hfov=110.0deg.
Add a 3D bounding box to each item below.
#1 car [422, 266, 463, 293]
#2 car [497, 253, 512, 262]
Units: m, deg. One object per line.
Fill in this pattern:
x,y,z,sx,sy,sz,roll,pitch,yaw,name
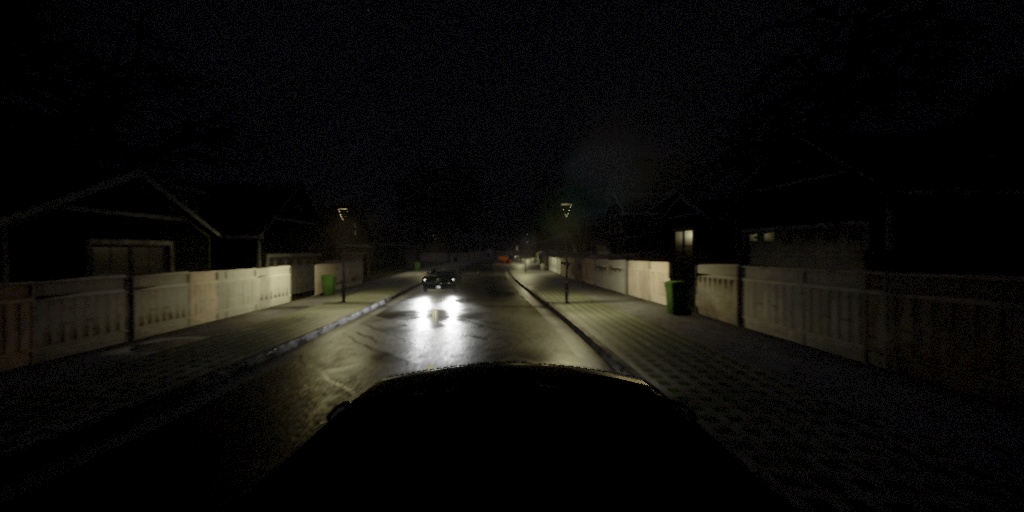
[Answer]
-3.909,1.277,20.570,1.895,1.301,4.718,0,0,-4,car
-1.538,0.303,64.044,1.882,1.535,5.008,0,1,4,car
